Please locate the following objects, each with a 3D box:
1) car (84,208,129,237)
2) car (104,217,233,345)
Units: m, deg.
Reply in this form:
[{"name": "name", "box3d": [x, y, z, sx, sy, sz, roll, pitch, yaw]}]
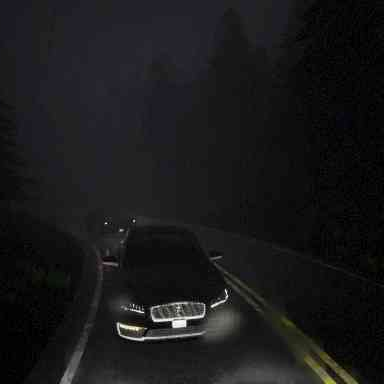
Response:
[{"name": "car", "box3d": [-4.619, 1.610, 18.519, 1.895, 1.301, 4.718, -3, 1, -29]}, {"name": "car", "box3d": [-0.642, 1.494, 6.784, 1.837, 1.490, 4.892, -1, 0, -11]}]
